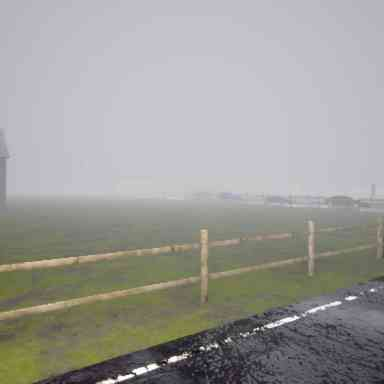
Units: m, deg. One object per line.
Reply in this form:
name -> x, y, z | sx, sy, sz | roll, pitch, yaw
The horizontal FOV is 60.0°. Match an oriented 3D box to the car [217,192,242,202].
car -> 6.103, 0.744, 54.348 | 1.882, 1.535, 5.008 | 0, 1, -35

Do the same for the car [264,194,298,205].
car -> 11.996, 1.013, 46.096 | 1.994, 1.385, 4.181 | 0, 1, -34

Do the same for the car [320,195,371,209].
car -> 17.711, 1.105, 38.062 | 1.882, 1.535, 5.008 | 0, 1, -35

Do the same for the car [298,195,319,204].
car -> 15.939, 1.093, 46.893 | 1.895, 1.301, 4.718 | 0, 1, -35

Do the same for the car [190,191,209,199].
car -> 1.425, 0.554, 67.174 | 1.837, 1.490, 4.892 | 0, 1, -35
